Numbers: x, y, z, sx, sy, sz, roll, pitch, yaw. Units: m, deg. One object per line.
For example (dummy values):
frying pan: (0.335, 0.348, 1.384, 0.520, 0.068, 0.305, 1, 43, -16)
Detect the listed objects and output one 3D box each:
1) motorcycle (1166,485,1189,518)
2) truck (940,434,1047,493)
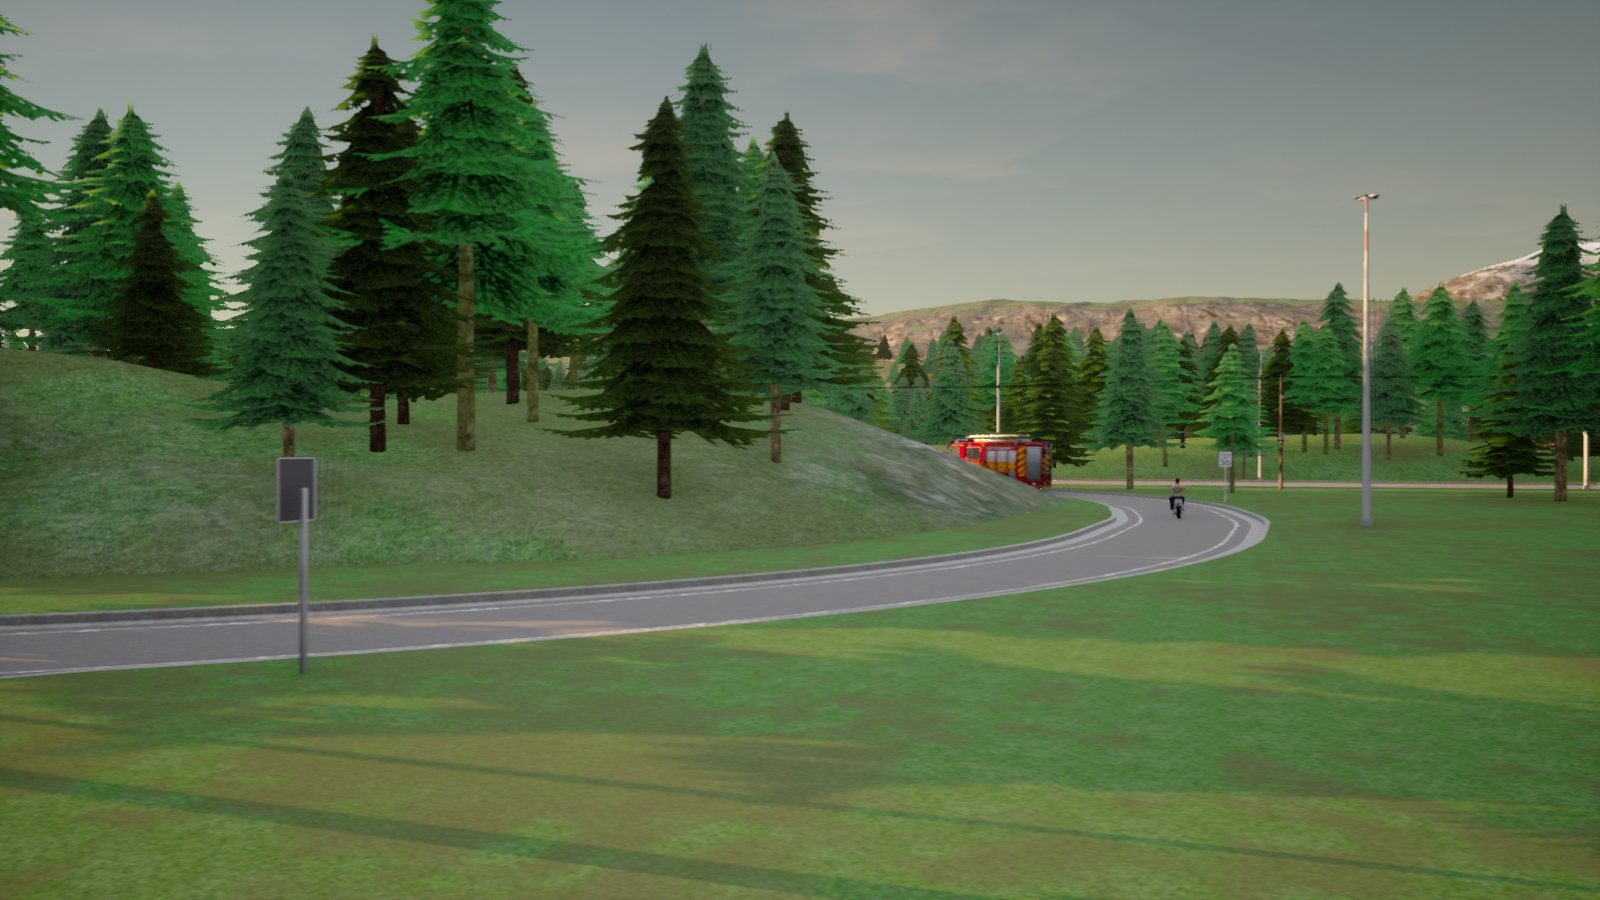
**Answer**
motorcycle: (15.883, 2.155, 48.126, 0.764, 1.307, 2.356, -1, 0, 15)
truck: (13.086, 0.890, 78.041, 2.891, 3.827, 8.468, 0, 0, -25)
